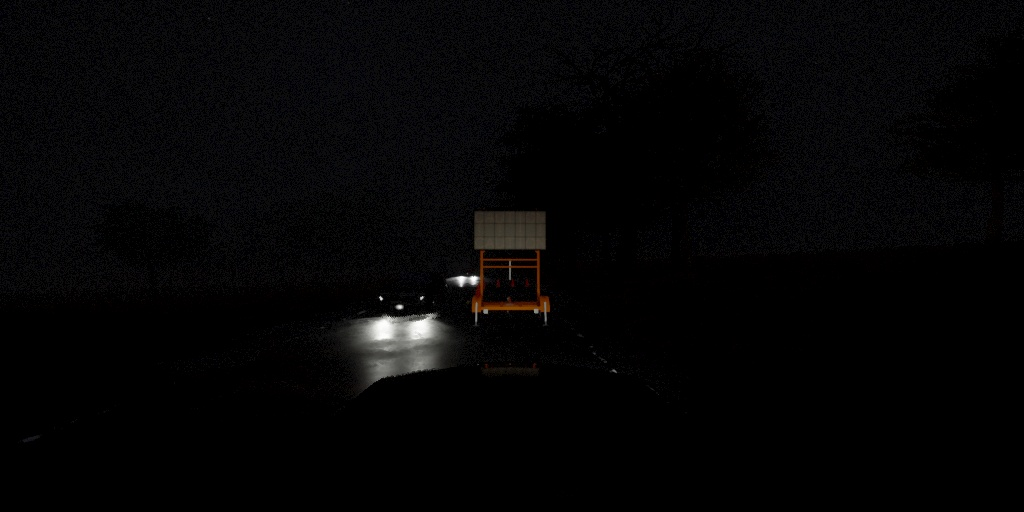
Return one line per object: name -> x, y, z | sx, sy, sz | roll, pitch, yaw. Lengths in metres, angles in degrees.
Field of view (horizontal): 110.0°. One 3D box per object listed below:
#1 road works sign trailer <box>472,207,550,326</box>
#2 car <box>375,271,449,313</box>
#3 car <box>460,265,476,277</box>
road works sign trailer -> -0.067, 0.231, 11.690 | 2.380, 3.560, 2.880 | 0, 0, -2
car -> -3.779, 1.331, 14.560 | 2.033, 1.411, 5.357 | 0, 0, -1
car -> -5.335, 1.785, 43.614 | 1.895, 1.301, 4.718 | 0, -1, -5
